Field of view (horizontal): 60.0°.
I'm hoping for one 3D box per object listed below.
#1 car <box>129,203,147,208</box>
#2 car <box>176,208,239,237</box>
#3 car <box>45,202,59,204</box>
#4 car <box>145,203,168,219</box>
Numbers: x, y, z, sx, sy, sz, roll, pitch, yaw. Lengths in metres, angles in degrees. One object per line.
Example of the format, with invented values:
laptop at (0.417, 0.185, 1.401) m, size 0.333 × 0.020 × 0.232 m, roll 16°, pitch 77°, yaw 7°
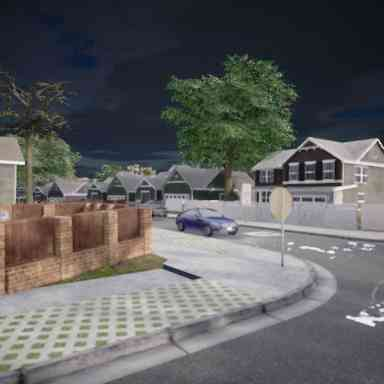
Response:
car at (-6.229, 1.868, 29.853) m, size 1.895 × 1.301 × 4.718 m, roll 1°, pitch -1°, yaw -36°
car at (0.718, 1.663, 19.218) m, size 1.812 × 1.442 × 4.674 m, roll 1°, pitch -1°, yaw -32°
car at (-19.430, 2.092, 46.514) m, size 2.128 × 1.511 × 4.902 m, roll 1°, pitch -2°, yaw -42°
car at (-4.137, 1.819, 31.847) m, size 2.128 × 1.511 × 4.902 m, roll 1°, pitch -1°, yaw -36°
